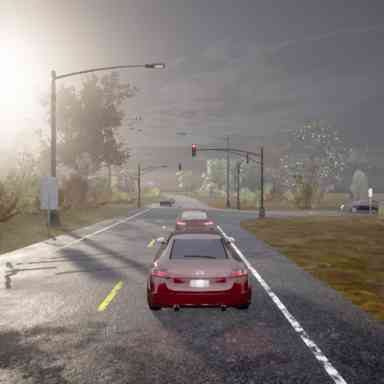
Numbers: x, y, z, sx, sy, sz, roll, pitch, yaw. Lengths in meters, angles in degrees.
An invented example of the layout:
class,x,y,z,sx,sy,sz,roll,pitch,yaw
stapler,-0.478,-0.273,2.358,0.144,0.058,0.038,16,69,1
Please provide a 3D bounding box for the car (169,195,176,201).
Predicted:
class,x,y,z,sx,sy,sz,roll,pitch,yaw
car,-5.099,1.472,87.349,1.882,1.535,5.008,0,0,-2

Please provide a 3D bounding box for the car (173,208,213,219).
class,x,y,z,sx,sy,sz,roll,pitch,yaw
car,0.067,1.526,16.566,1.812,1.442,4.674,0,0,-2

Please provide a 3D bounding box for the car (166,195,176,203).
class,x,y,z,sx,sy,sz,roll,pitch,yaw
car,-4.607,1.482,73.507,1.882,1.535,5.008,0,0,-2

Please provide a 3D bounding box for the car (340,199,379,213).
class,x,y,z,sx,sy,sz,roll,pitch,yaw
car,19.153,1.505,37.010,4.902,1.511,2.128,0,0,1

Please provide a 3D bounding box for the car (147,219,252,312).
class,x,y,z,sx,sy,sz,roll,pitch,yaw
car,0.102,1.564,7.806,1.994,1.385,4.181,0,0,-1

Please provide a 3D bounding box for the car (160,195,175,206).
class,x,y,z,sx,sy,sz,roll,pitch,yaw
car,-4.140,1.603,53.175,1.895,1.301,4.718,0,0,-1

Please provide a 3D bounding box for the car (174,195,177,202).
class,x,y,z,sx,sy,sz,roll,pitch,yaw
car,-4.360,1.567,63.234,1.994,1.385,4.181,0,0,-1
